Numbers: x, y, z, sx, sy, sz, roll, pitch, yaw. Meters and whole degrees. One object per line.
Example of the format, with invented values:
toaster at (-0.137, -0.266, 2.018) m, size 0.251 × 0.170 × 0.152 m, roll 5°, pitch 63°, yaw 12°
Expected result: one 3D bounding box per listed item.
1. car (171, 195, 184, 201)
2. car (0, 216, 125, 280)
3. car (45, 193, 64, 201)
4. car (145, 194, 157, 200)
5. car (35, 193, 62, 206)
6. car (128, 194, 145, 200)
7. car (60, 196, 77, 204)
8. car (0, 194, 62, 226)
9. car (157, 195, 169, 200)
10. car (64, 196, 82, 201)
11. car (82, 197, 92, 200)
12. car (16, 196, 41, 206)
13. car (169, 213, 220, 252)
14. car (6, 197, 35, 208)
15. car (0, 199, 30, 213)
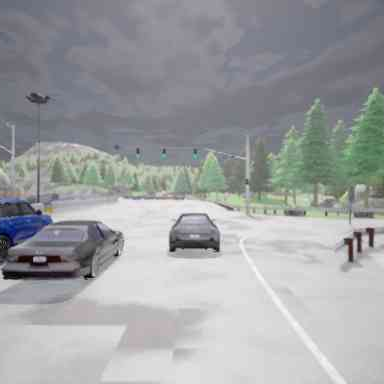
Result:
car at (-3.450, 1.541, 87.579) m, size 1.994 × 1.385 × 4.181 m, roll 0°, pitch 0°, yaw -18°
car at (-3.401, 1.552, 9.938) m, size 2.033 × 1.411 × 5.357 m, roll 0°, pitch 0°, yaw 0°
car at (-21.008, 1.349, 48.508) m, size 2.097 × 1.767 × 4.553 m, roll 0°, pitch 0°, yaw 0°
car at (-11.747, 1.509, 90.717) m, size 1.812 × 1.442 × 4.674 m, roll 0°, pitch 0°, yaw -22°
car at (-24.510, 1.218, 57.123) m, size 2.150 × 2.045 × 5.566 m, roll 0°, pitch 0°, yaw 0°
car at (-14.925, 1.510, 89.218) m, size 2.128 × 1.511 × 4.902 m, roll 0°, pitch 0°, yaw -22°
car at (-24.586, 1.548, 66.276) m, size 1.994 × 1.385 × 4.181 m, roll 0°, pitch 0°, yaw -3°
car at (-6.901, 1.226, 11.843) m, size 2.150 × 2.045 × 5.566 m, roll 0°, pitch 0°, yaw 0°
car at (-8.647, 1.576, 92.400) m, size 1.895 × 1.301 × 4.718 m, roll 0°, pitch 0°, yaw -22°
car at (-21.010, 1.560, 57.068) m, size 1.994 × 1.385 × 4.181 m, roll 0°, pitch 0°, yaw 0°
car at (-21.068, 1.592, 65.697) m, size 1.895 × 1.301 × 4.718 m, roll 0°, pitch 0°, yaw 0°
car at (-28.010, 1.502, 57.026) m, size 1.837 × 1.490 × 4.892 m, roll 0°, pitch 0°, yaw 0°
car at (0.098, 1.571, 14.005) m, size 1.994 × 1.385 × 4.181 m, roll 0°, pitch 0°, yaw 0°
car at (-24.508, 1.524, 47.684) m, size 1.812 × 1.442 × 4.674 m, roll 0°, pitch 0°, yaw 0°
car at (-21.086, 1.546, 38.373) m, size 2.033 × 1.411 × 5.357 m, roll 0°, pitch 0°, yaw 0°
